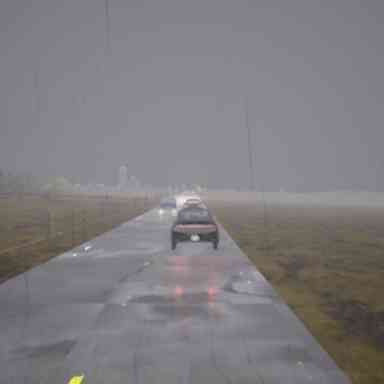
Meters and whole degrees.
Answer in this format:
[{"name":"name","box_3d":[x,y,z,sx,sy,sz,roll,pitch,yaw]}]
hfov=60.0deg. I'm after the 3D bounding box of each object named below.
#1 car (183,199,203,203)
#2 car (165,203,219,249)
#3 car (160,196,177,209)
[{"name":"car","box_3d":[0.092,1.385,31.336,1.812,1.442,4.674,0,0,0]},{"name":"car","box_3d":[0.099,1.448,14.283,2.128,1.511,4.902,0,0,0]},{"name":"car","box_3d":[-2.851,1.259,40.814,1.882,1.535,5.008,0,1,0]}]
